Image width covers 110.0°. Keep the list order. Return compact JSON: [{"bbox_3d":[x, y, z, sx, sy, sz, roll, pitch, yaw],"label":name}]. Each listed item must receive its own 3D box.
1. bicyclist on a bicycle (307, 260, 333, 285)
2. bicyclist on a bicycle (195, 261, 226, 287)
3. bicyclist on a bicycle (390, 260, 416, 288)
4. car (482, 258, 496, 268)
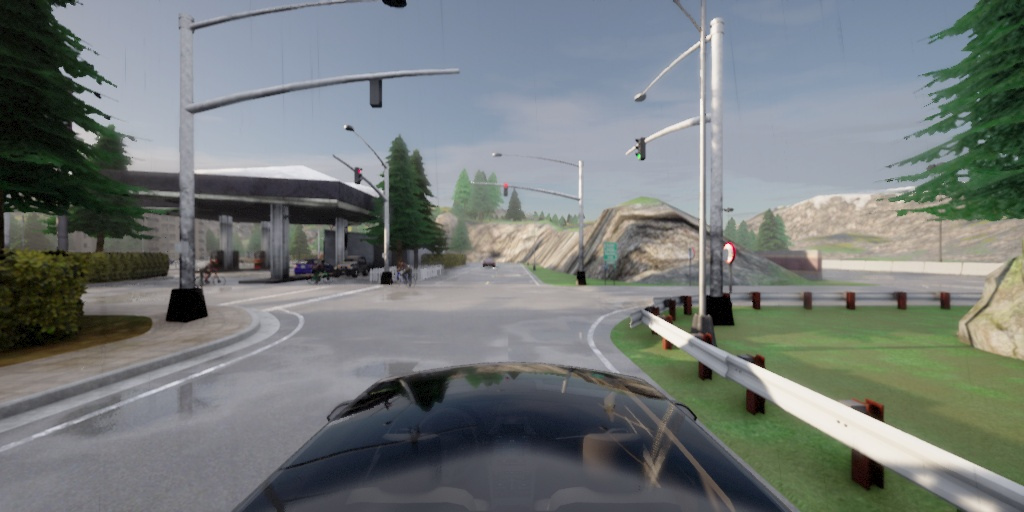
[{"bbox_3d":[-13.088,1.124,24.499,1.656,1.620,0.582,0,0,-40],"label":"bicyclist on a bicycle"},{"bbox_3d":[-18.542,1.119,22.032,1.656,1.620,0.582,0,-1,-15],"label":"bicyclist on a bicycle"},{"bbox_3d":[-6.292,1.049,20.715,1.656,1.620,0.582,0,-1,12],"label":"bicyclist on a bicycle"},{"bbox_3d":[-3.544,1.039,55.961,1.882,1.535,5.008,0,0,0],"label":"car"}]
